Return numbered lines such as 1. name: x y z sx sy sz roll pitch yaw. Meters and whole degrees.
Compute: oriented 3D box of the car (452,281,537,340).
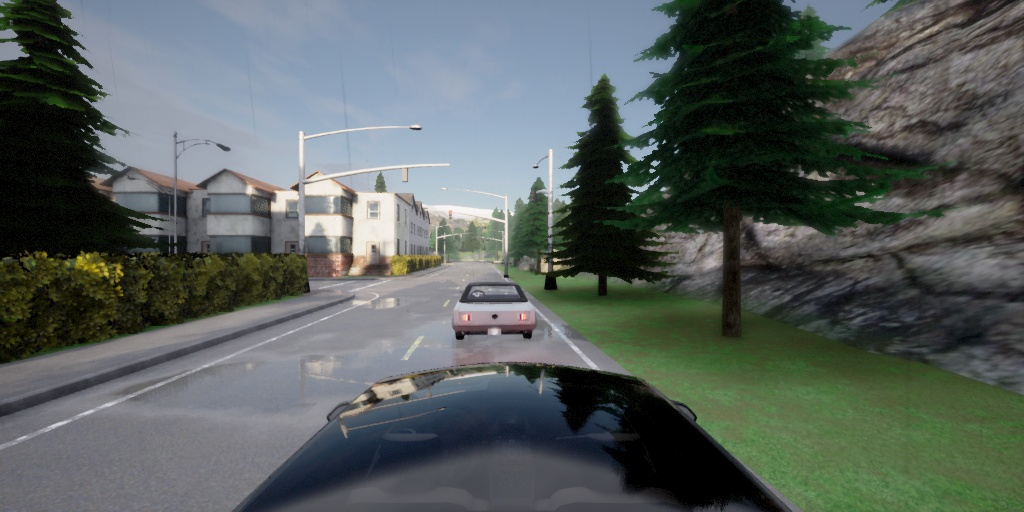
1. car: -0.533 1.351 9.979 1.895 1.301 4.718 0 0 -4
